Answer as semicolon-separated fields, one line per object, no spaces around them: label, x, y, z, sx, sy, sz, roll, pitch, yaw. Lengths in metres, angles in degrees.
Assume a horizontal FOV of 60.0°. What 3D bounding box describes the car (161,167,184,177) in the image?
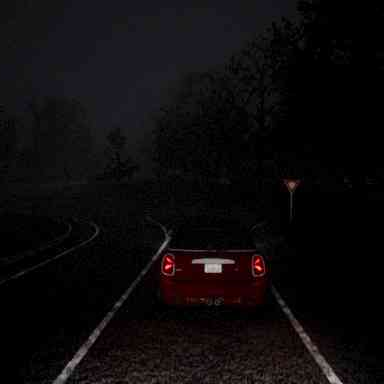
car;-3.887;-4.126;68.319;5.566;2.045;2.150;4;7;39

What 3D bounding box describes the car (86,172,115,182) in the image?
car;-14.885;-2.446;54.225;2.128;1.511;4.902;4;7;39

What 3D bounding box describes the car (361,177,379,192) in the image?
car;19.774;-0.922;37.639;2.128;1.511;4.902;2;6;17

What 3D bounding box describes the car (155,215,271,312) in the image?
car;0.443;1.322;7.871;2.097;1.767;4.553;0;1;2
